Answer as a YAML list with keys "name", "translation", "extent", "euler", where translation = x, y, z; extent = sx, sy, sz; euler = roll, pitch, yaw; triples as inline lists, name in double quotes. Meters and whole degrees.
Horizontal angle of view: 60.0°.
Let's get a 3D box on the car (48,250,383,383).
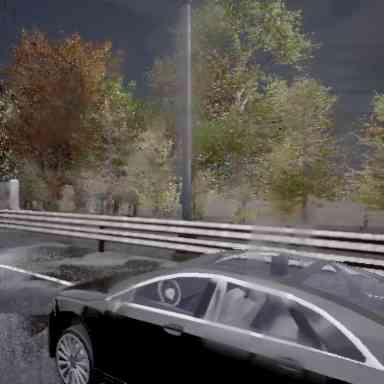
- name: "car"
  translation: [0.412, 1.384, 3.438]
  extent: [4.902, 1.511, 2.128]
  euler: [0, 0, 38]
